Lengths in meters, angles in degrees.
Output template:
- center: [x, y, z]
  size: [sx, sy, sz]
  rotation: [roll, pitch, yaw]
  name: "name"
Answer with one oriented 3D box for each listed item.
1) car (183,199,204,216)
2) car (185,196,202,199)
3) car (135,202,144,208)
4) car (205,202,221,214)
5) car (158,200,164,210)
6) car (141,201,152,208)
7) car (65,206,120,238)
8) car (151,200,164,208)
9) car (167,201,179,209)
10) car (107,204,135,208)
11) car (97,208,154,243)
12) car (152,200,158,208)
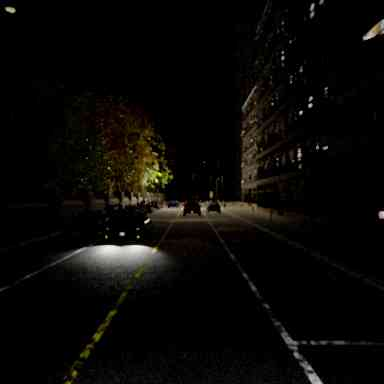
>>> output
- center: [0.026, 1.825, 36.119]
  size: [1.837, 1.490, 4.892]
  rotation: [0, -1, 0]
  name: "car"
- center: [-0.015, 1.636, 46.270]
  size: [2.150, 2.045, 5.566]
  rotation: [0, -1, 1]
  name: "car"
- center: [-5.739, 1.848, 30.005]
  size: [1.802, 1.307, 4.206]
  rotation: [0, -1, 0]
  name: "car"
- center: [2.621, 1.918, 41.099]
  size: [2.008, 1.369, 4.403]
  rotation: [0, -1, 0]
  name: "car"
- center: [-5.855, 2.021, 52.158]
  size: [2.008, 1.369, 4.403]
  rotation: [0, -1, 0]
  name: "car"
- center: [-5.749, 1.841, 35.374]
  size: [1.752, 1.417, 4.829]
  rotation: [0, -1, 0]
  name: "car"
- center: [-5.720, 1.733, 18.929]
  size: [1.947, 1.339, 4.313]
  rotation: [0, -1, 0]
  name: "car"
- center: [-5.916, 2.067, 57.697]
  size: [1.887, 1.381, 4.507]
  rotation: [0, -1, 0]
  name: "car"
- center: [-3.172, 2.107, 56.088]
  size: [1.895, 1.301, 4.718]
  rotation: [0, -1, 0]
  name: "car"
- center: [-5.729, 1.657, 24.468]
  size: [1.967, 1.590, 4.097]
  rotation: [0, -1, 0]
  name: "car"
- center: [-3.125, 1.713, 16.883]
  size: [1.994, 1.385, 4.181]
  rotation: [0, -1, 0]
  name: "car"
- center: [-5.758, 1.808, 41.084]
  size: [1.967, 1.590, 4.097]
  rotation: [0, -1, 0]
  name: "car"
